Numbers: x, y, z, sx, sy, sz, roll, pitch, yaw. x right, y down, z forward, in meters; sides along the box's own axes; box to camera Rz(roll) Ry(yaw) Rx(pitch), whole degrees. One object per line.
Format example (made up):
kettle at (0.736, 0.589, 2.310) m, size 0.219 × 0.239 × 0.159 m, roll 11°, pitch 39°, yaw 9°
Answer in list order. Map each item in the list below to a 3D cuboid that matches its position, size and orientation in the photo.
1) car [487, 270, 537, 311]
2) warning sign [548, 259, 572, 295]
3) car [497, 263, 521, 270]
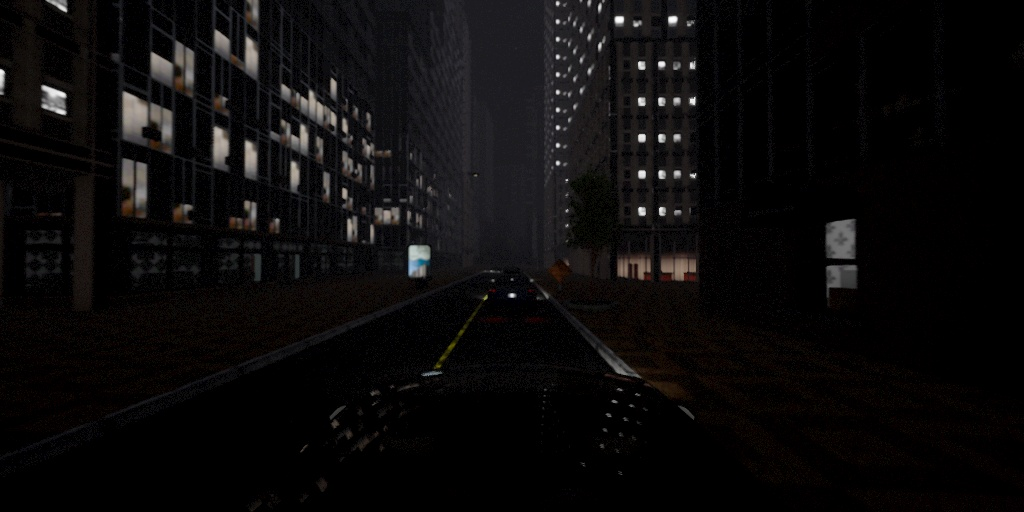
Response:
car at (0.014, 1.469, 15.415) m, size 1.994 × 1.385 × 4.181 m, roll 0°, pitch -1°, yaw 0°
warning sign at (2.503, 1.060, 18.754) m, size 1.300 × 1.860 × 1.060 m, roll 0°, pitch 0°, yaw 0°
car at (-0.001, 1.592, 30.342) m, size 1.837 × 1.490 × 4.892 m, roll 0°, pitch 0°, yaw 0°
